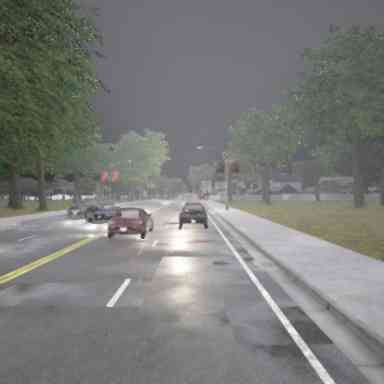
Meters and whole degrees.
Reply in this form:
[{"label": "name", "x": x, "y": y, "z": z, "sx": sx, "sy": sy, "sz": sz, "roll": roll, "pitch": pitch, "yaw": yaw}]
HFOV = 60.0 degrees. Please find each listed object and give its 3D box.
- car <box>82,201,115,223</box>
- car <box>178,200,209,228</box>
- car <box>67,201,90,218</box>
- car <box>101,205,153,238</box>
[{"label": "car", "x": -6.613, "y": 1.613, "z": 25.683, "sx": 1.994, "sy": 1.385, "sz": 4.181, "roll": 0, "pitch": 0, "yaw": 0}, {"label": "car", "x": 0.085, "y": 1.546, "z": 22.714, "sx": 1.837, "sy": 1.490, "sz": 4.892, "roll": 0, "pitch": 0, "yaw": 0}, {"label": "car", "x": -9.864, "y": 1.558, "z": 30.515, "sx": 2.128, "sy": 1.511, "sz": 4.902, "roll": 0, "pitch": 0, "yaw": 0}, {"label": "car", "x": -3.161, "y": 1.554, "z": 17.645, "sx": 1.812, "sy": 1.442, "sz": 4.674, "roll": 0, "pitch": 0, "yaw": 0}]
